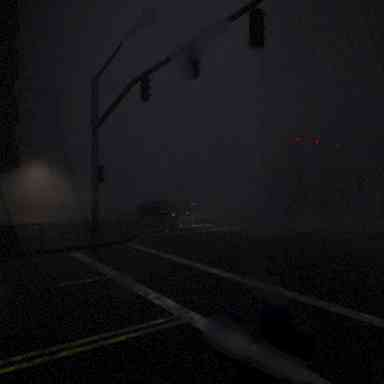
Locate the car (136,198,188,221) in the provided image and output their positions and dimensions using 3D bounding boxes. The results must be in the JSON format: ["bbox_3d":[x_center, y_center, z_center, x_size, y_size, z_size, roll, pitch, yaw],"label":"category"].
[{"bbox_3d":[-2.811,1.447,26.949,2.128,1.511,4.902,0,0,-35],"label":"car"}]

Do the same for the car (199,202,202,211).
[{"bbox_3d":[-0.830,1.423,36.594,2.128,1.511,4.902,0,0,-35],"label":"car"}]

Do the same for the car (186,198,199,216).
[{"bbox_3d":[-1.944,1.492,31.796,2.033,1.411,5.357,0,0,-35],"label":"car"}]
